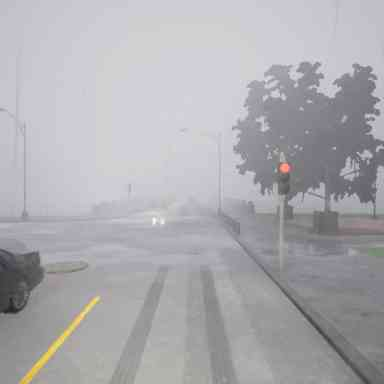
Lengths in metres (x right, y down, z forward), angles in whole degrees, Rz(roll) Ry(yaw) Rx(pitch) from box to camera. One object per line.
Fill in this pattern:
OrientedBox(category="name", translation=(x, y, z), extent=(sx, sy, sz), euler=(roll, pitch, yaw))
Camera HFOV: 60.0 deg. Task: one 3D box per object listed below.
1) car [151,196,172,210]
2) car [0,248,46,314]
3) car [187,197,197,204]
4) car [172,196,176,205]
OrientedBox(category="car", translation=(-4.089, 1.491, 42.286), extent=(2.128, 1.511, 4.902), euler=(0, 0, 0))
OrientedBox(category="car", translation=(-4.098, 1.547, 4.906), extent=(2.033, 1.411, 5.357), euler=(0, 0, 0))
OrientedBox(category="car", translation=(0.016, 1.547, 61.723), extent=(2.033, 1.411, 5.357), euler=(0, 0, 0))
OrientedBox(category="car", translation=(-4.076, 1.478, 54.054), extent=(1.882, 1.535, 5.008), euler=(0, 0, 0))
